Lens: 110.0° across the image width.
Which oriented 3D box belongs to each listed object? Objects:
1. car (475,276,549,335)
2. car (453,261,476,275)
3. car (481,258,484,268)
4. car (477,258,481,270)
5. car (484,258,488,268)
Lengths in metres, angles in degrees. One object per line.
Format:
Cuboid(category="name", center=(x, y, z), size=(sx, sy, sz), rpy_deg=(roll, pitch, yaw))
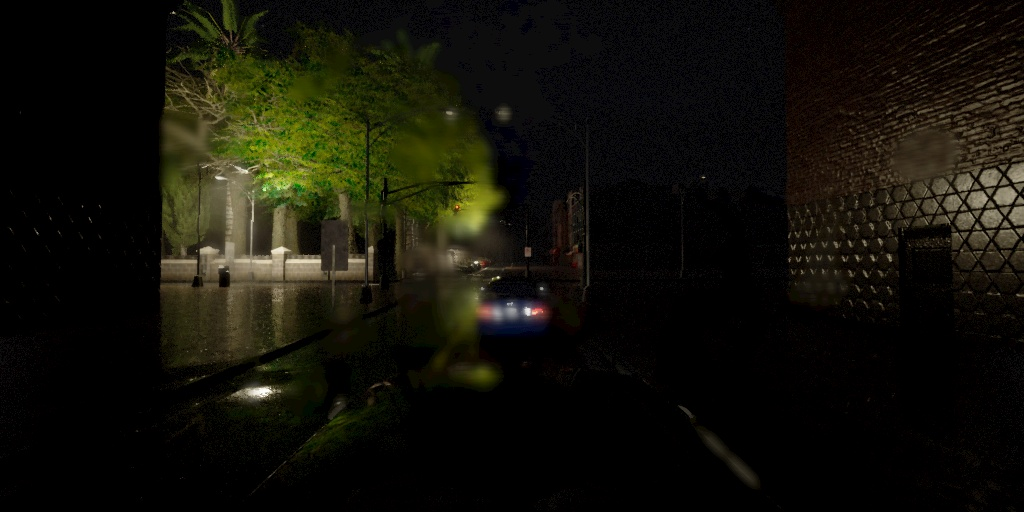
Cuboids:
Cuboid(category="car", center=(0.026, 1.301, 10.532), size=(2.033, 1.411, 5.357), rpy_deg=(0, 0, 1))
Cuboid(category="car", center=(-5.496, 1.333, 39.855), size=(2.007, 1.370, 4.403), rpy_deg=(0, 0, 0))
Cuboid(category="car", center=(-5.560, 1.371, 52.441), size=(1.948, 1.339, 4.313), rpy_deg=(0, 0, 0))
Cuboid(category="car", center=(-5.521, 1.345, 46.991), size=(2.007, 1.370, 4.403), rpy_deg=(0, 0, 0))
Cuboid(category="car", center=(-5.639, 1.417, 63.340), size=(1.802, 1.307, 4.207), rpy_deg=(0, 0, 0))
